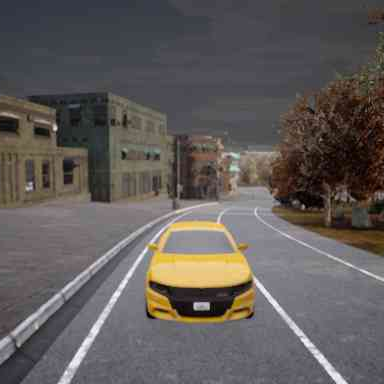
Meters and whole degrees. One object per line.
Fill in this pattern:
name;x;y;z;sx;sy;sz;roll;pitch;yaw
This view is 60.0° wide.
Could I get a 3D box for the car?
car;0.113;1.449;7.542;1.882;1.535;5.008;0;0;-1
